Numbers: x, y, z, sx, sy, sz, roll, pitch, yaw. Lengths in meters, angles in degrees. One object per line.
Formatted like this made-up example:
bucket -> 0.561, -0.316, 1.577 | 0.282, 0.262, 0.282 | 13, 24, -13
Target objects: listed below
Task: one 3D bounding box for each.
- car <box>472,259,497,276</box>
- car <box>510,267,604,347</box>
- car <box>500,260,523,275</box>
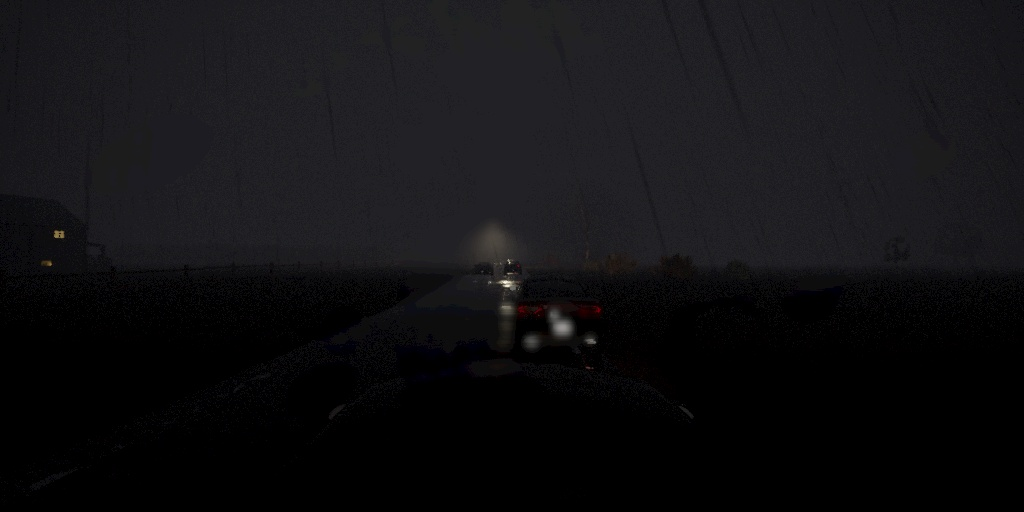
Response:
car -> -2.837, 1.306, 36.178 | 1.994, 1.385, 4.181 | 0, 0, 0
car -> 0.969, 1.226, 9.330 | 1.882, 1.535, 5.008 | 0, 0, 0
car -> 0.101, 1.234, 38.691 | 2.128, 1.511, 4.902 | 0, 0, 0
